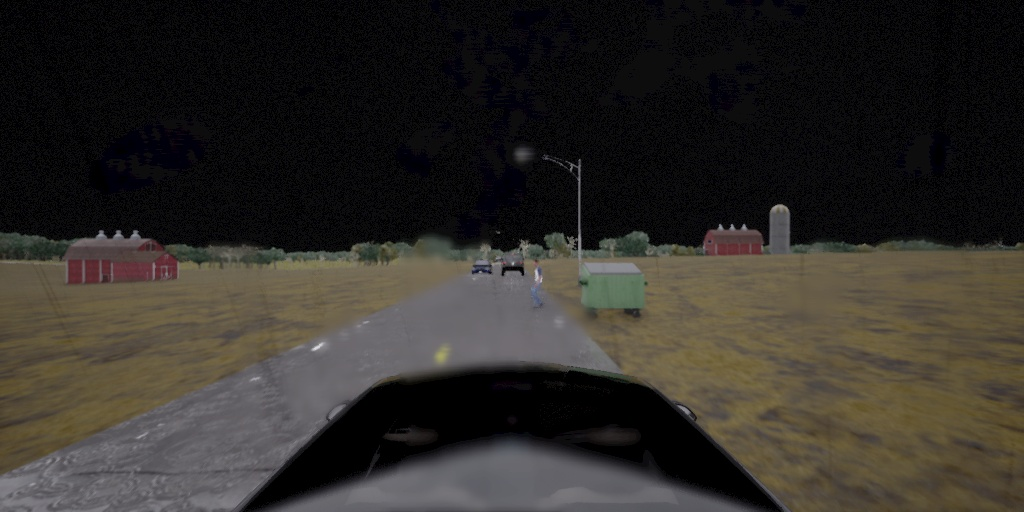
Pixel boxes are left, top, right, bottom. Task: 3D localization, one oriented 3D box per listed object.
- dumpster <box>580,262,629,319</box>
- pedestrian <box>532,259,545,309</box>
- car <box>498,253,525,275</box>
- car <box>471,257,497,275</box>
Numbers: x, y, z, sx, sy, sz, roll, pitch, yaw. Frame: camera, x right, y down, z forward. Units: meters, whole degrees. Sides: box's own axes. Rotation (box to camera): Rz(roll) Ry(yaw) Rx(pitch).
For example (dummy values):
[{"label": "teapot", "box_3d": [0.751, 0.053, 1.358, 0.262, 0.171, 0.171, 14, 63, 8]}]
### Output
[{"label": "dumpster", "box_3d": [3.125, 1.071, 12.321, 1.020, 1.700, 1.940, 0, 0, 0]}, {"label": "pedestrian", "box_3d": [0.981, 0.965, 12.992, 0.375, 1.860, 0.375, 0, 0, -10]}, {"label": "car", "box_3d": [0.082, 0.755, 34.398, 2.150, 2.045, 5.566, 0, 1, 0]}, {"label": "car", "box_3d": [-2.846, 1.075, 35.131, 2.033, 1.411, 5.357, 0, 0, 0]}]
